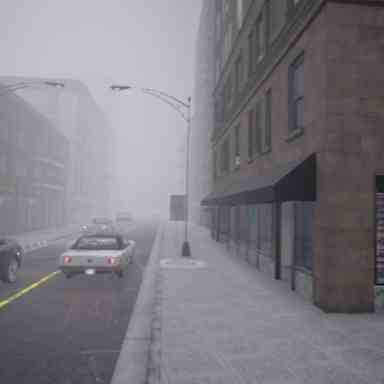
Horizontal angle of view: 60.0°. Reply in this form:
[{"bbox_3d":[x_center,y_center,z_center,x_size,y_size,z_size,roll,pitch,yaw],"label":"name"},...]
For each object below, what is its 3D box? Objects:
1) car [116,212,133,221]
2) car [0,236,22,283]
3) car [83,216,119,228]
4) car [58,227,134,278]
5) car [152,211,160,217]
[{"bbox_3d":[-8.819,3.283,43.558,1.882,1.535,5.008,2,-3,-5],"label":"car"},{"bbox_3d":[-5.980,1.798,8.260,2.128,1.511,4.902,2,-3,-5],"label":"car"},{"bbox_3d":[-7.570,2.869,27.324,1.895,1.301,4.718,2,-3,-5],"label":"car"},{"bbox_3d":[-3.190,2.172,12.048,1.895,1.301,4.718,2,-3,-5],"label":"car"},{"bbox_3d":[-9.572,5.971,88.510,1.994,1.385,4.181,2,-3,-5],"label":"car"}]
